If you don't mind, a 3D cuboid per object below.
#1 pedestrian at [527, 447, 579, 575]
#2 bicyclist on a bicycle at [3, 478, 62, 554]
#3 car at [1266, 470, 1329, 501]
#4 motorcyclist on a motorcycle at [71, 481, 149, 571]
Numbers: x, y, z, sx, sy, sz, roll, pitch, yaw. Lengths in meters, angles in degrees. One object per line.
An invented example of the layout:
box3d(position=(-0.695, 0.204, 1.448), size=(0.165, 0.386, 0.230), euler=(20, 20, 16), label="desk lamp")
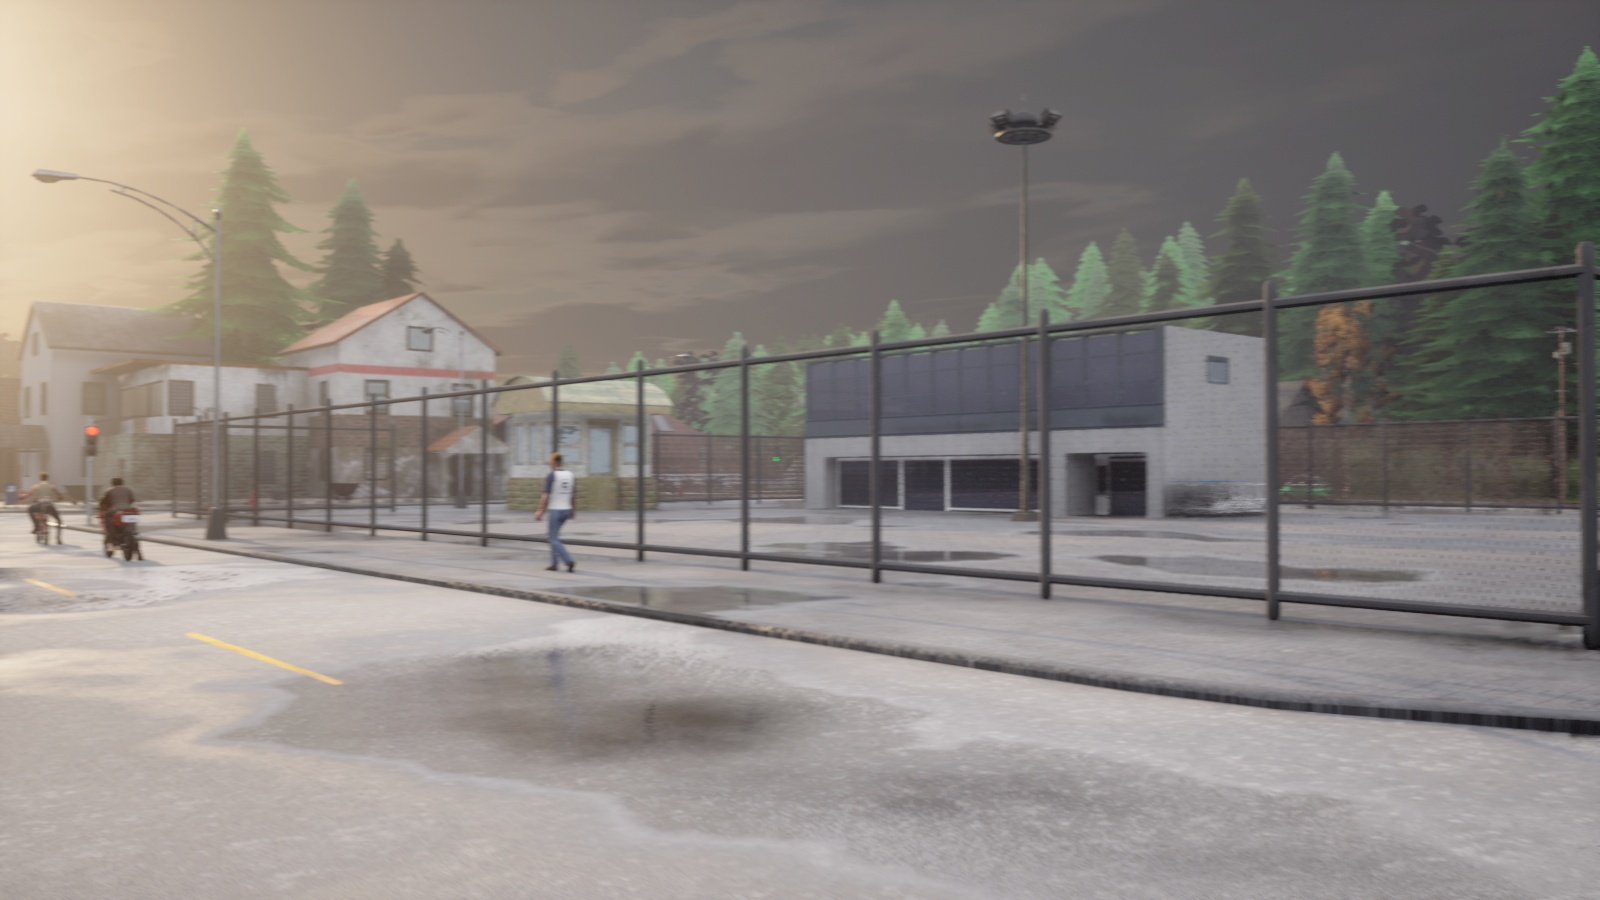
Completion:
box3d(position=(-3.636, 0.888, 18.444), size=(0.706, 1.836, 0.354), euler=(-1, -1, 37), label="pedestrian")
box3d(position=(-16.868, 1.426, 27.590), size=(0.866, 1.612, 1.509), euler=(0, -1, -40), label="bicyclist on a bicycle")
box3d(position=(22.697, 1.606, 57.317), size=(1.481, 1.376, 2.207), euler=(0, -1, -41), label="car")
box3d(position=(-12.404, 1.333, 22.549), size=(0.797, 1.523, 2.044), euler=(0, -1, -41), label="motorcyclist on a motorcycle")
